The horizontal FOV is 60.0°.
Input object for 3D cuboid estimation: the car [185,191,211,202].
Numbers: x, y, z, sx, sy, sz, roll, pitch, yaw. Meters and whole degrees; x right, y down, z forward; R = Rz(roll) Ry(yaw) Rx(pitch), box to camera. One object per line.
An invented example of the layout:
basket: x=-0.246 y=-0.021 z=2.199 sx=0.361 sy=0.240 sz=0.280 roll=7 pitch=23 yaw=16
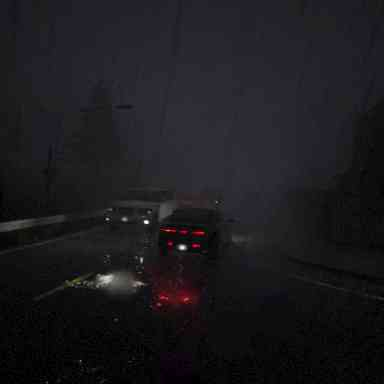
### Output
car: x=-0.057 y=0.917 z=26.832 sx=1.882 sy=1.535 sz=5.008 roll=3 pitch=1 yaw=13

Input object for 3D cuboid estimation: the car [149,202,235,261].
car: x=0.285 y=1.293 z=11.575 sx=1.837 sy=1.490 sz=4.892 roll=3 pitch=0 yaw=13

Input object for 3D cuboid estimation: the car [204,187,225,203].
car: x=2.286 y=0.540 z=37.042 sx=2.150 sy=2.045 sz=5.566 roll=3 pitch=1 yaw=14

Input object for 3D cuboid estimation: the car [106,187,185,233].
car: x=-2.267 y=0.781 z=16.934 sx=2.150 sy=2.045 sz=5.566 roll=3 pitch=1 yaw=13

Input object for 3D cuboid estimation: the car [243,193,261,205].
car: x=8.368 y=0.895 z=46.085 sx=2.128 sy=1.511 sz=4.902 roll=3 pitch=1 yaw=19
